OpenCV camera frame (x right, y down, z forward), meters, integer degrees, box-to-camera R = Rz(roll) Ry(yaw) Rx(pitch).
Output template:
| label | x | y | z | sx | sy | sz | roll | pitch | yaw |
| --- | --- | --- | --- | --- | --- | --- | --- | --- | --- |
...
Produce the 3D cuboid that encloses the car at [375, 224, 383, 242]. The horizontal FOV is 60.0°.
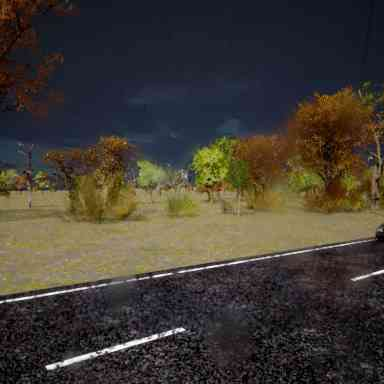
| label | x | y | z | sx | sy | sz | roll | pitch | yaw |
| --- | --- | --- | --- | --- | --- | --- | --- | --- | --- |
| car | 10.501 | 1.545 | 15.172 | 5.357 | 1.411 | 2.033 | 0 | 0 | -36 |
